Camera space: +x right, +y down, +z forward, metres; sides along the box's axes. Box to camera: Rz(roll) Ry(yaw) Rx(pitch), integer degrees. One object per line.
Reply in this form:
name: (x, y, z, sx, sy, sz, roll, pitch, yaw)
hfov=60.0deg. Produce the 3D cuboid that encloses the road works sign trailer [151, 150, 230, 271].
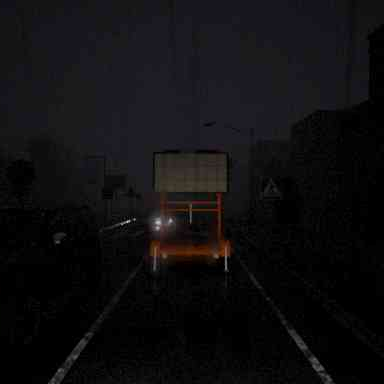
road works sign trailer: (-0.038, 0.451, 10.754, 2.380, 3.560, 2.880, 0, -1, 0)

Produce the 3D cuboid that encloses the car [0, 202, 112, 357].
car: (-3.342, 1.246, 6.413, 2.150, 2.045, 5.566, 0, 0, 0)

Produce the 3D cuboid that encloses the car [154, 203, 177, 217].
car: (-3.220, 2.338, 40.436, 1.895, 1.301, 4.718, 0, -1, 0)

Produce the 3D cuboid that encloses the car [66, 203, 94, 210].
car: (-21.870, 2.823, 65.017, 4.674, 1.452, 2.002, 0, -1, 0)
